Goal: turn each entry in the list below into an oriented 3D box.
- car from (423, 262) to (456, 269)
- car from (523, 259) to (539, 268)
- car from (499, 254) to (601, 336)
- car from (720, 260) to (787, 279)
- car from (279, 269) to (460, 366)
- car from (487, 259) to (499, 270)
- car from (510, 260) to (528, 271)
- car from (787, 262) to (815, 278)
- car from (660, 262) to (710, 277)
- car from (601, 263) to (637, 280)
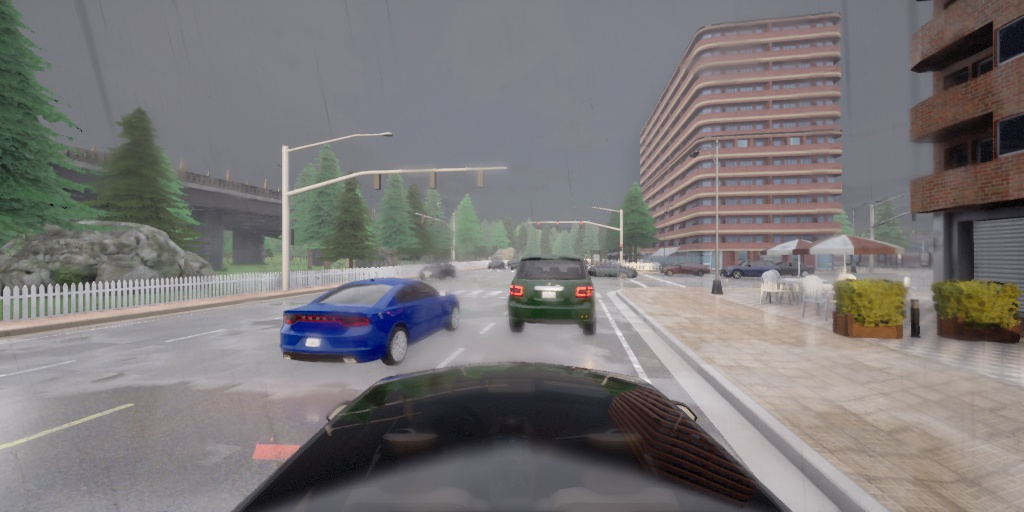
[{"bbox_3d":[-6.106,1.245,30.030,2.128,1.511,4.902,0,0,10],"label":"car"},{"bbox_3d":[3.454,1.242,63.855,2.128,1.511,4.902,0,0,10],"label":"car"},{"bbox_3d":[1.320,0.971,10.720,2.150,2.045,5.566,0,0,10],"label":"car"},{"bbox_3d":[21.519,1.157,32.484,4.553,1.767,2.097,0,0,10],"label":"car"},{"bbox_3d":[-2.709,1.228,8.141,1.882,1.535,5.008,0,0,11],"label":"car"},{"bbox_3d":[-2.224,1.254,51.985,1.837,1.490,4.892,0,0,10],"label":"car"},{"bbox_3d":[1.016,1.313,50.220,1.994,1.385,4.181,0,0,10],"label":"car"},{"bbox_3d":[26.616,1.310,35.121,4.892,1.490,1.837,0,0,10],"label":"car"},{"bbox_3d":[17.701,1.331,36.793,4.674,1.442,1.812,0,0,13],"label":"car"},{"bbox_3d":[8.838,1.360,31.764,4.181,1.385,1.994,0,0,31],"label":"car"}]
